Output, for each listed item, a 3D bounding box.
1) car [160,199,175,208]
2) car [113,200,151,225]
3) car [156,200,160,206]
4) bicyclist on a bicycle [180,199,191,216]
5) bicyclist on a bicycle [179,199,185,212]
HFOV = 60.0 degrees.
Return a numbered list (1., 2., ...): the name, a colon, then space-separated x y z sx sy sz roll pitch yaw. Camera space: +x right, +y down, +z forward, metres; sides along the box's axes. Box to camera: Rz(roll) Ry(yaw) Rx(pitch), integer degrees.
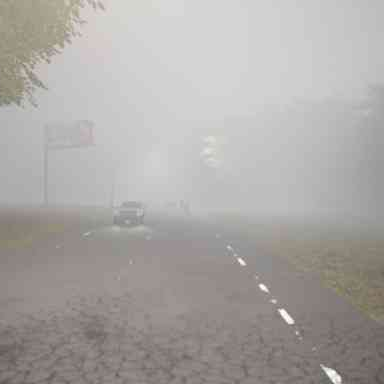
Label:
1. car: -3.895 1.922 55.777 1.837 1.490 4.892 0 -1 -8
2. car: -4.428 1.419 24.428 2.097 1.767 4.553 0 0 -4
3. car: -6.964 2.460 74.382 2.033 1.411 5.357 0 -2 -11
4. bicyclist on a bicycle: -0.491 1.576 33.322 0.866 1.612 1.509 0 0 -5
5. bicyclist on a bicycle: -1.260 1.661 41.539 0.582 1.620 1.656 0 -1 -6
